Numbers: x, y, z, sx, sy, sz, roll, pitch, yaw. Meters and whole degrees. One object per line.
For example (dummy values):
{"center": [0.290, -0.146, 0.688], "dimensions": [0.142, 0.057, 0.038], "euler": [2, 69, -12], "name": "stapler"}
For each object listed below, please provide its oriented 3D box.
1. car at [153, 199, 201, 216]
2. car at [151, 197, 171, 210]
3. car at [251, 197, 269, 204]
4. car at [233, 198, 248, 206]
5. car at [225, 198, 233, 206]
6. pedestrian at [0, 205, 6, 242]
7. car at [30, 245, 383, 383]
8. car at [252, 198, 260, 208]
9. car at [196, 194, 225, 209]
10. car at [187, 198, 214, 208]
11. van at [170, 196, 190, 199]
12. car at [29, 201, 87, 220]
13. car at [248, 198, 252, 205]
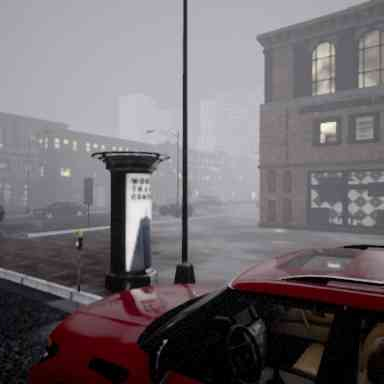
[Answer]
{"center": [-1.396, 1.639, 32.890], "dimensions": [1.887, 1.381, 4.507], "euler": [0, 0, 36], "name": "car"}
{"center": [-5.141, 1.631, 42.150], "dimensions": [1.752, 1.417, 4.829], "euler": [0, 0, 36], "name": "car"}
{"center": [14.243, 1.832, 69.259], "dimensions": [2.008, 1.369, 4.403], "euler": [0, 0, 36], "name": "car"}
{"center": [7.814, 1.771, 60.269], "dimensions": [2.008, 1.369, 4.403], "euler": [0, 0, 36], "name": "car"}
{"center": [4.501, 1.715, 55.635], "dimensions": [1.752, 1.417, 4.829], "euler": [0, 0, 36], "name": "car"}
{"center": [-7.947, 1.120, 13.504], "dimensions": [0.375, 1.860, 0.375], "euler": [0, 0, 36], "name": "pedestrian"}
{"center": [1.033, 1.314, 2.138], "dimensions": [5.009, 1.841, 2.192], "euler": [0, 0, 36], "name": "car"}
{"center": [11.417, 1.645, 50.900], "dimensions": [1.967, 1.590, 4.097], "euler": [0, 0, 36], "name": "car"}
{"center": [2.031, 1.374, 47.677], "dimensions": [2.150, 2.045, 5.566], "euler": [0, 0, 36], "name": "car"}
{"center": [1.386, 1.712, 51.278], "dimensions": [2.008, 1.369, 4.403], "euler": [0, 0, 36], "name": "car"}
{"center": [-1.828, 1.474, 46.784], "dimensions": [1.690, 1.788, 3.998], "euler": [0, 0, 36], "name": "van"}
{"center": [-11.502, 1.547, 28.793], "dimensions": [1.837, 1.490, 4.892], "euler": [0, 0, 36], "name": "car"}
{"center": [11.028, 1.802, 64.763], "dimensions": [2.008, 1.369, 4.403], "euler": [0, 0, 36], "name": "car"}
